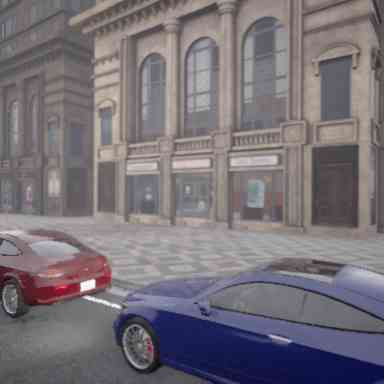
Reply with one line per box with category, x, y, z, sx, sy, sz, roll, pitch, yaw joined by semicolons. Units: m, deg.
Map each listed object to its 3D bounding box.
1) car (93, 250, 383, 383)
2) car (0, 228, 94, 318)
car;1.098;1.546;3.971;4.674;1.442;1.812;0;0;36
car;-3.783;1.555;7.461;4.674;1.442;1.812;0;0;36
